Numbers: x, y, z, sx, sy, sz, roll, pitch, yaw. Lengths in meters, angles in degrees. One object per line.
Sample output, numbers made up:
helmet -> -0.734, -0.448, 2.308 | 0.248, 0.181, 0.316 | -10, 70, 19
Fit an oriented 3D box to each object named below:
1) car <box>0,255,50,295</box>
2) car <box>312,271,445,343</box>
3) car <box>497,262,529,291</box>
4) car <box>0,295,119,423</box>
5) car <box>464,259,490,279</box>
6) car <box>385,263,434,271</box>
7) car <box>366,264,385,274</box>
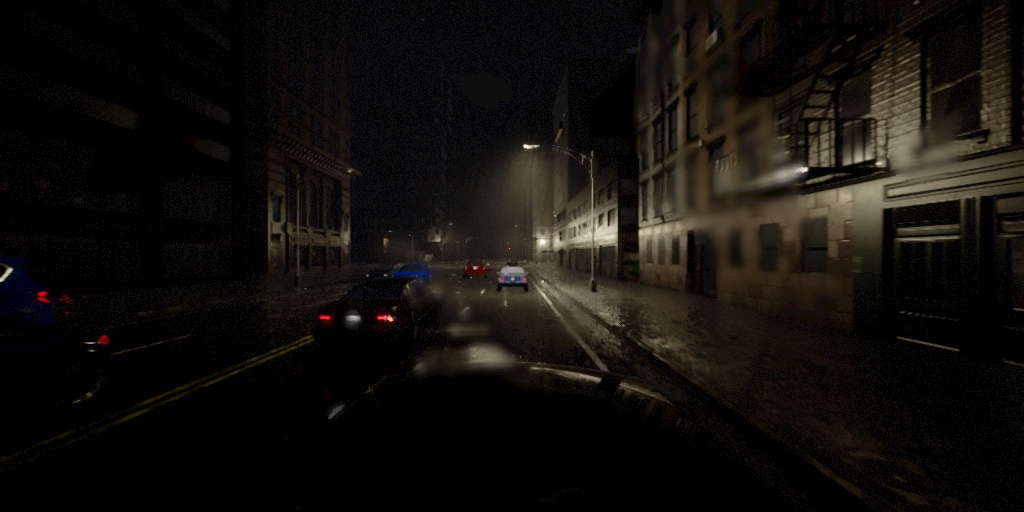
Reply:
car -> -9.840, 0.979, 4.458 | 2.150, 2.045, 5.566 | 0, 0, 0
car -> -3.152, 1.301, 9.662 | 2.033, 1.411, 5.357 | 0, 0, 0
car -> 0.048, 1.297, 22.060 | 2.033, 1.411, 5.357 | 0, 0, 0
car -> -6.596, 1.320, 3.309 | 1.994, 1.385, 4.181 | 0, 0, 0
car -> -3.178, 1.103, 33.189 | 2.097, 1.767, 4.553 | 0, 0, 0
car -> -6.585, 1.233, 24.176 | 1.882, 1.535, 5.008 | 0, 0, 0
car -> -9.805, 1.306, 28.518 | 2.033, 1.411, 5.357 | 0, 0, 0
